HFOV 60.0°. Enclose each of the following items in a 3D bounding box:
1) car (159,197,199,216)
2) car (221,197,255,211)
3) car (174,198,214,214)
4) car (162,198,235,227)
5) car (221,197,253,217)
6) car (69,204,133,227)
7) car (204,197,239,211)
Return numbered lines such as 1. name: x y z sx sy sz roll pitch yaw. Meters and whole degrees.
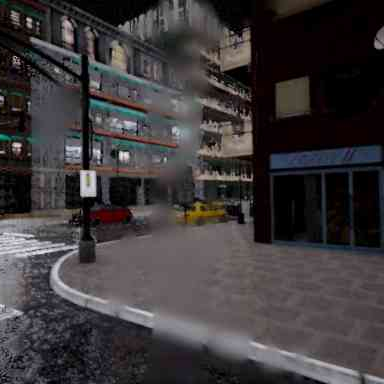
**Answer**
1. car: -0.789 1.198 28.826 2.097 1.767 4.553 -1 0 36
2. car: 5.128 1.320 36.868 1.994 1.385 4.181 -1 0 36
3. car: 0.266 1.394 34.616 1.887 1.381 4.507 -1 0 36
4. car: 0.548 1.306 20.847 1.752 1.417 4.829 -1 0 36
5. car: 3.665 1.284 25.091 2.008 1.369 4.403 -1 0 36
6. car: -5.875 1.486 21.894 1.994 1.385 4.181 -1 0 36
7. car: 3.516 1.326 39.041 1.752 1.417 4.829 -1 0 36
